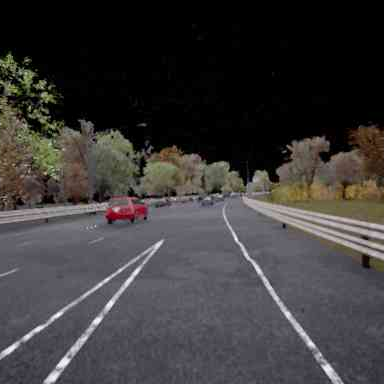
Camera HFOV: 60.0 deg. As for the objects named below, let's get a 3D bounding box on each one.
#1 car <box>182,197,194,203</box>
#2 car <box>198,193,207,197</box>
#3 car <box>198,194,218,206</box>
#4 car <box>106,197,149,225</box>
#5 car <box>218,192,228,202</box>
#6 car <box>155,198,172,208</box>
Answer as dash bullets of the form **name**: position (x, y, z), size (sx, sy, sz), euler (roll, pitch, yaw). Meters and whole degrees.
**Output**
- **car**: position (-0.899, 1.766, 74.037), size (2.033, 1.411, 5.357), euler (-2, 0, 11)
- **car**: position (2.709, 1.300, 74.330), size (2.150, 2.045, 5.566), euler (-2, 0, 11)
- **car**: position (2.719, 1.539, 55.324), size (1.812, 1.442, 4.674), euler (-2, 0, 10)
- **car**: position (-5.239, 1.482, 27.420), size (2.150, 2.045, 5.566), euler (-2, 0, 8)
- **car**: position (6.330, 1.448, 74.533), size (1.812, 1.442, 4.674), euler (-2, 0, 11)
- **car**: position (-4.617, 1.823, 53.998), size (1.837, 1.490, 4.892), euler (-3, 0, 10)
